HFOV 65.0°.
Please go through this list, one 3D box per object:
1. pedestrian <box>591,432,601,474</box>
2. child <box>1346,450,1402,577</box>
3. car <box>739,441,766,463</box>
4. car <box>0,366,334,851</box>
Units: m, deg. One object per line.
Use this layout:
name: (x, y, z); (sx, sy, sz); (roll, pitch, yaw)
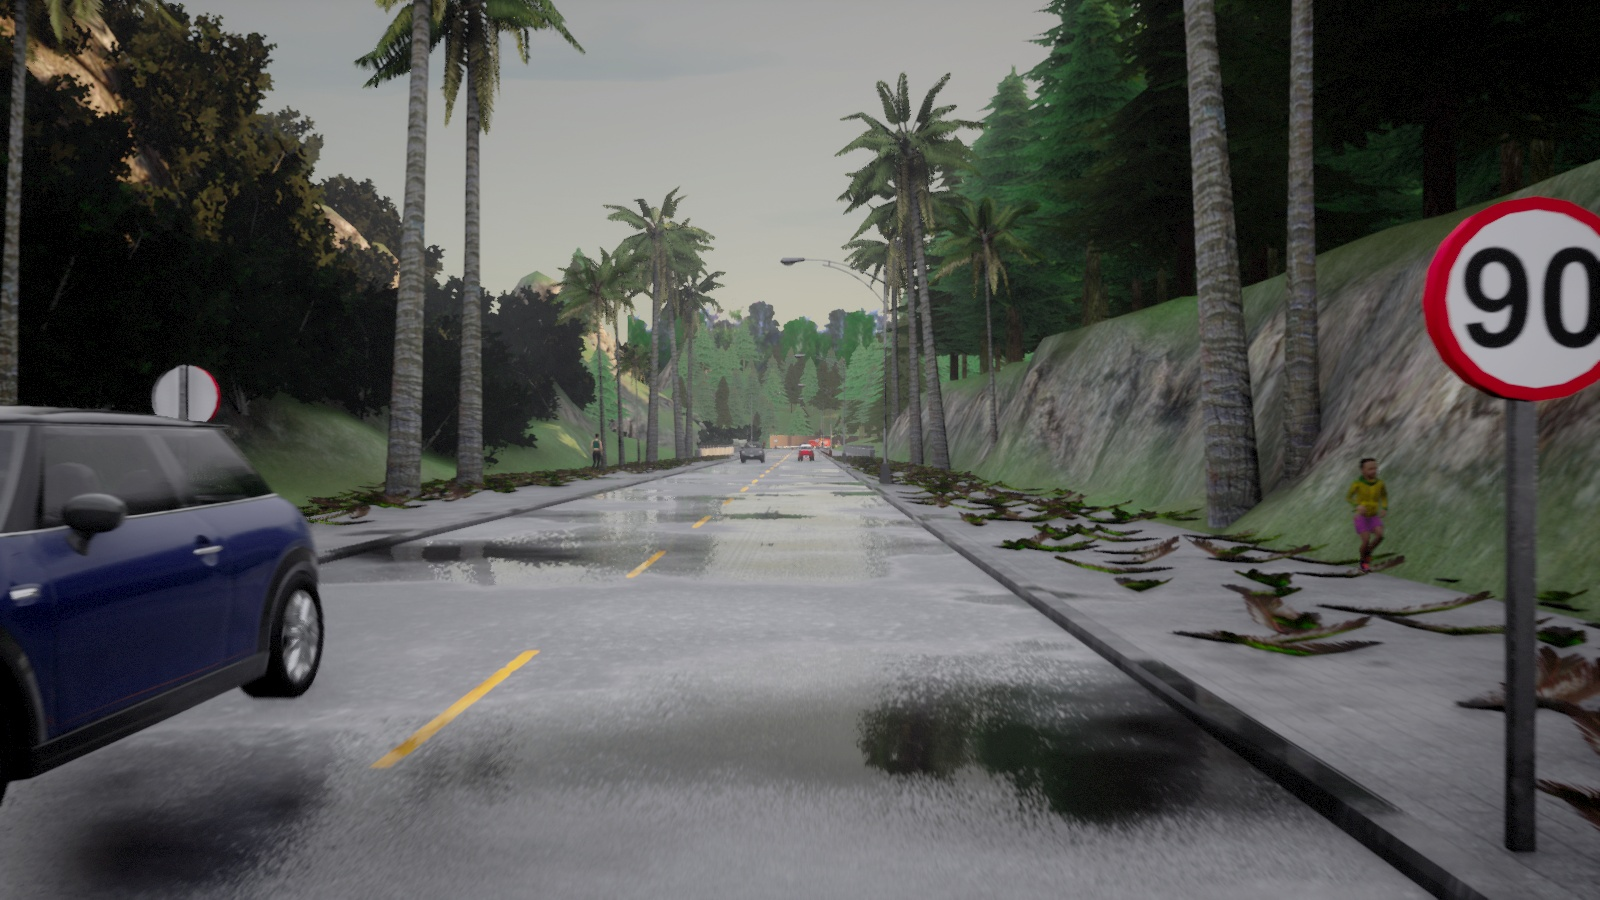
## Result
pedestrian: (-8.984, 0.127, 55.323); (0.345, 1.836, 0.594); (0, 0, 3)
child: (5.358, 0.579, 11.734); (0.299, 1.160, 0.473); (0, 0, 0)
car: (-3.534, 0.113, 93.795); (1.851, 1.617, 3.988); (0, 0, 0)
car: (-3.954, 0.570, 5.522); (2.097, 1.767, 4.553); (0, 0, 0)
